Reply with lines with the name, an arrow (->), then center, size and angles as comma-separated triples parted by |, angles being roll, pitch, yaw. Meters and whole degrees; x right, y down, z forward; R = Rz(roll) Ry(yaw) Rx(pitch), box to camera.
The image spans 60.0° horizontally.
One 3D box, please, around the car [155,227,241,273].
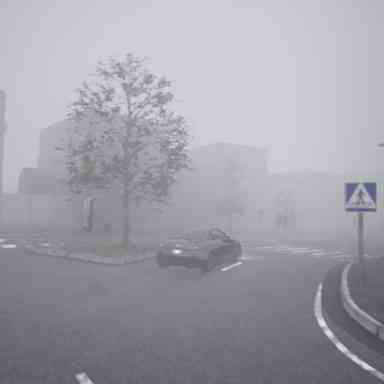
car -> 0.401, 1.992, 12.431 | 1.994, 1.385, 4.181 | 0, -3, 26
